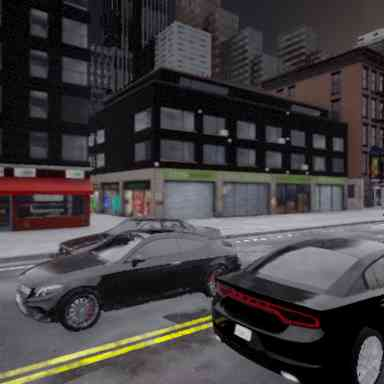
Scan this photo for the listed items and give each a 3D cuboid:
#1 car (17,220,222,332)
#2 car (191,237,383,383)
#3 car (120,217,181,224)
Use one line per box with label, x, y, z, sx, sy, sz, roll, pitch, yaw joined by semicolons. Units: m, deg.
car;-1.020;1.526;6.949;4.674;1.442;1.812;0;0;-35
car;2.608;1.479;5.300;5.008;1.535;1.882;0;0;-36
car;-1.410;1.549;10.666;5.357;1.411;2.033;0;0;-36
